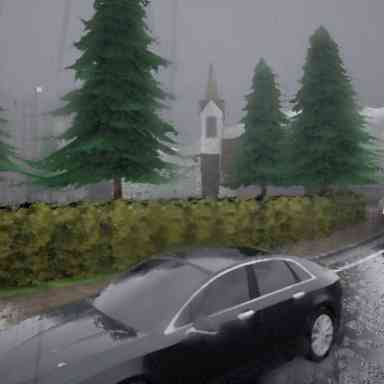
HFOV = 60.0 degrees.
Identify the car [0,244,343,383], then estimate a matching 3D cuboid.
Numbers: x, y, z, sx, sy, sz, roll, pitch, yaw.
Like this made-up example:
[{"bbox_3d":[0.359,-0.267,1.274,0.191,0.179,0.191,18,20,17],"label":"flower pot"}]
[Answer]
[{"bbox_3d":[0.087,1.533,4.272,4.892,1.490,1.837,-1,0,-38],"label":"car"}]
